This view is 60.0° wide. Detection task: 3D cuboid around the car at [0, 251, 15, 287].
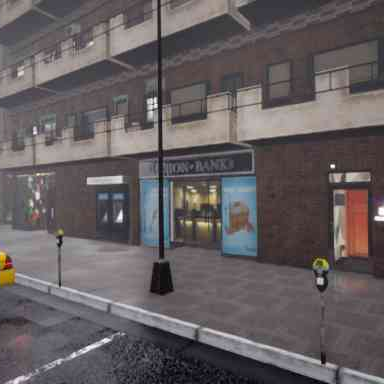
[{"bbox_3d":[-6.187,1.458,7.767,5.366,1.575,1.801,0,0,36],"label":"car"}]
